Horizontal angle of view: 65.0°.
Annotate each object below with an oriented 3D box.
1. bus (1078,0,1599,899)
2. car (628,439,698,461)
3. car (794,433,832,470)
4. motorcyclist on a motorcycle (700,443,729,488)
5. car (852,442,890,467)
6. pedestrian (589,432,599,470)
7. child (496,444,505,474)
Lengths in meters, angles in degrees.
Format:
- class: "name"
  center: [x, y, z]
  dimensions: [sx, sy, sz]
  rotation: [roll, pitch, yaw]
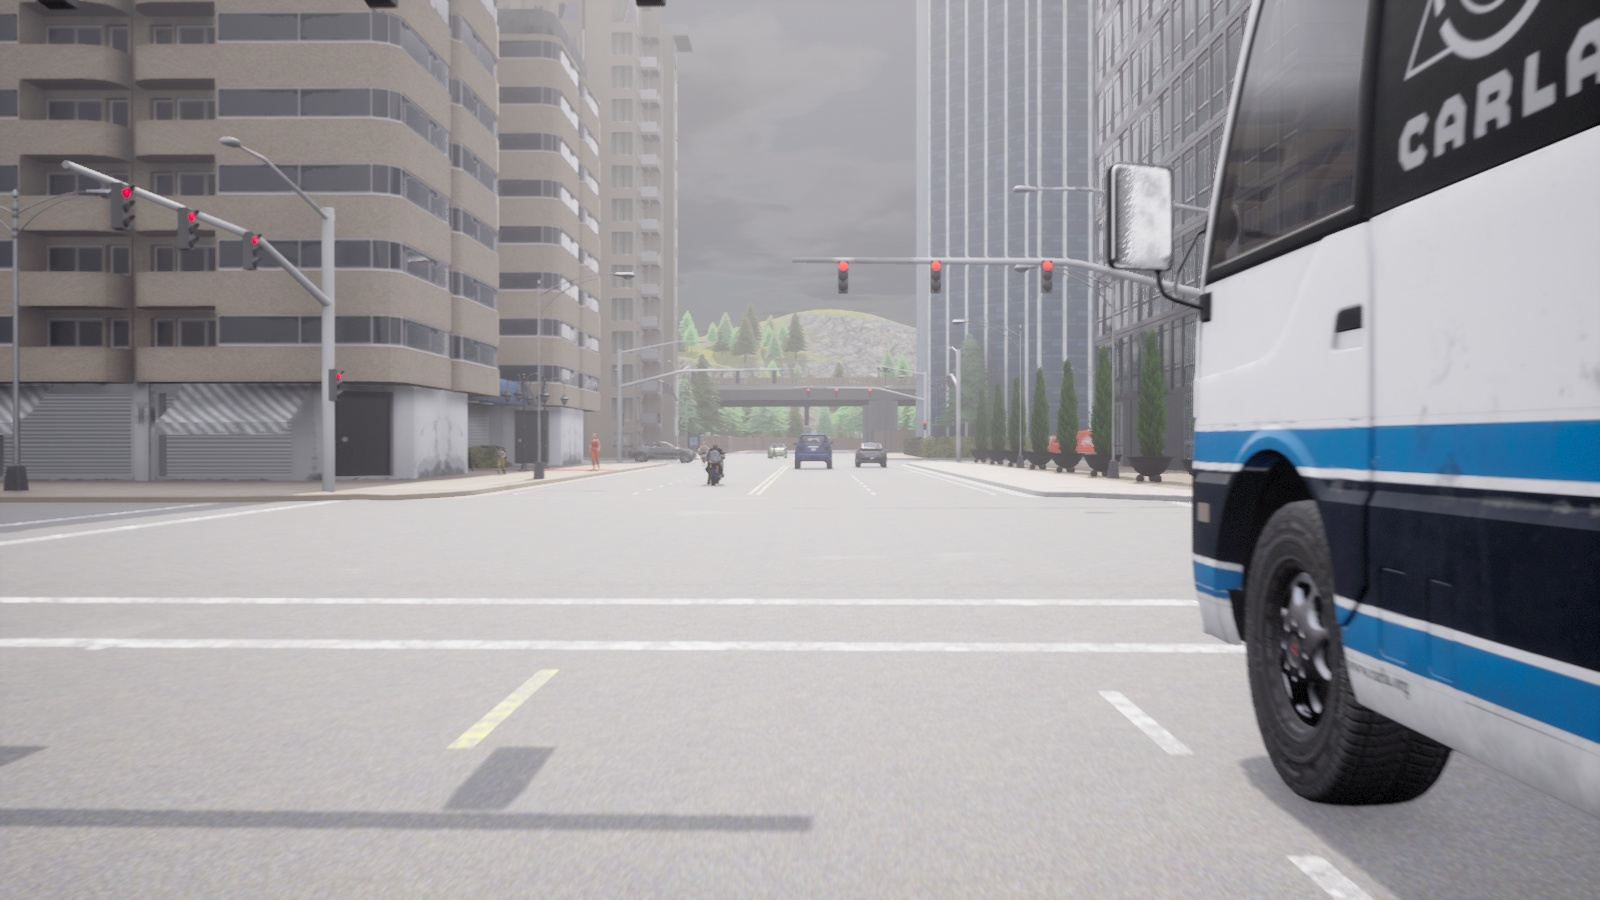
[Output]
- class: "bus"
  center: [3.539, -0.639, 2.131]
  dimensions: [3.944, 4.253, 10.273]
  rotation: [0, 0, 1]
- class: "car"
  center: [-10.134, -0.008, 93.200]
  dimensions: [5.027, 1.651, 2.152]
  rotation: [0, 0, 0]
- class: "car"
  center: [0.766, 0.054, 73.191]
  dimensions: [2.150, 2.045, 5.566]
  rotation: [0, 0, 1]
- class: "motorcyclist on a motorcycle"
  center: [-3.027, 0.528, 44.585]
  dimensions: [0.866, 1.530, 2.191]
  rotation: [0, 0, 1]
- class: "car"
  center: [4.309, 0.271, 77.206]
  dimensions: [2.128, 1.511, 4.902]
  rotation: [0, 0, 1]
- class: "pedestrian"
  center: [-9.944, 0.033, 60.617]
  dimensions: [0.345, 1.836, 0.594]
  rotation: [0, 0, 0]
- class: "child"
  center: [-12.663, 0.375, 53.046]
  dimensions: [0.270, 1.263, 0.437]
  rotation: [0, 0, 4]
